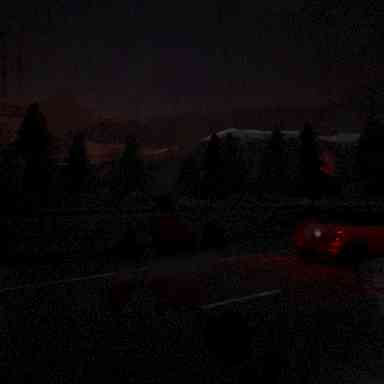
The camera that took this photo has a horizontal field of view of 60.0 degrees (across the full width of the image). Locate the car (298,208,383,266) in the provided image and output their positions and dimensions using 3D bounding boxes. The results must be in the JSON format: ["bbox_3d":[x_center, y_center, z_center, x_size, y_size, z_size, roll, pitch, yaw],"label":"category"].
[{"bbox_3d":[5.973,1.332,11.494,4.553,1.767,2.097,0,0,-24],"label":"car"}]
